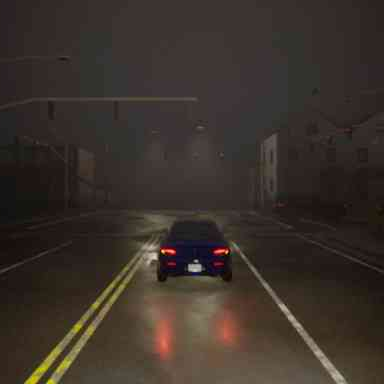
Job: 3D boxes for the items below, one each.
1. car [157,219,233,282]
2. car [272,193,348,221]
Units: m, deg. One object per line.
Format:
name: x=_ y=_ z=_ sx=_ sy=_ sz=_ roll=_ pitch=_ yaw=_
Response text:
car: x=0.076 y=1.485 z=9.536 sx=1.812 sy=1.442 sz=4.674 roll=0 pitch=0 yaw=0
car: x=9.042 y=1.116 z=25.807 sx=5.566 sy=2.045 sz=2.150 roll=0 pitch=-1 yaw=-3
